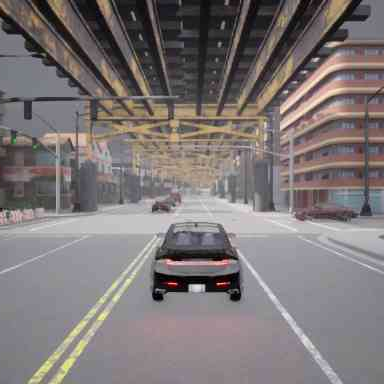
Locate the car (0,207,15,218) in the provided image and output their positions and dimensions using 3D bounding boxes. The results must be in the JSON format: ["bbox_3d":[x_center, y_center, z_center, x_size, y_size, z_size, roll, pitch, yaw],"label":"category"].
[{"bbox_3d":[-16.660,1.453,26.019,4.974,1.542,2.038,0,0,-20],"label":"car"}]

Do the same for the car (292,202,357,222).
[{"bbox_3d":[10.099,1.526,25.440,4.674,1.442,1.812,0,0,2],"label":"car"}]

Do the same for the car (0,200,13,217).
[{"bbox_3d":[-16.709,1.295,26.001,4.536,1.218,1.853,0,0,-20],"label":"car"}]

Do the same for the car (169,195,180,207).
[{"bbox_3d":[-3.397,1.544,50.426,2.033,1.411,5.357,0,0,0],"label":"car"}]

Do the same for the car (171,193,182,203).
[{"bbox_3d":[-3.260,1.171,66.381,2.150,2.045,5.566,0,0,1],"label":"car"}]

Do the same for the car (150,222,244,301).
[{"bbox_3d":[0.105,1.492,8.321,2.128,1.511,4.902,0,0,0],"label":"car"}]

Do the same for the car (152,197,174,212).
[{"bbox_3d":[-3.457,1.601,37.984,1.895,1.301,4.718,0,0,1],"label":"car"}]
